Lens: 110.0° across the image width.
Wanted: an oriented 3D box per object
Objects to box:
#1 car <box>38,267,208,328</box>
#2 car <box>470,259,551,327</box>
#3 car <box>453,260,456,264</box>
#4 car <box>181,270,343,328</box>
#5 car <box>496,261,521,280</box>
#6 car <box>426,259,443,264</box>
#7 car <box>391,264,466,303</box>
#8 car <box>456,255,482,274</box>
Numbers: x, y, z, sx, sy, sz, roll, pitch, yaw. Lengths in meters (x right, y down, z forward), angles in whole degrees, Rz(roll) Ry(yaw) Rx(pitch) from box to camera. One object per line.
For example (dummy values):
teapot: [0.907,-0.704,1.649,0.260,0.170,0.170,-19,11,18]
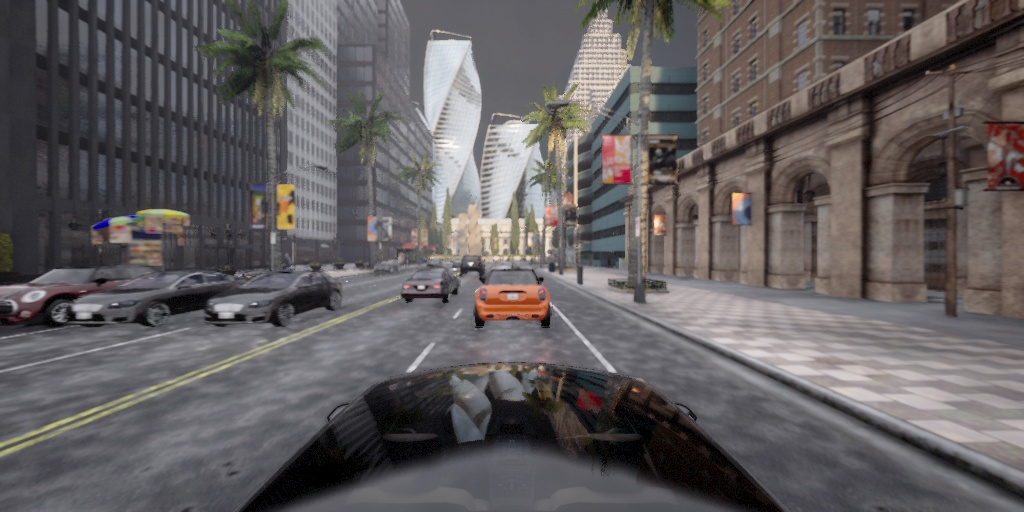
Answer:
car: [-10.694,1.217,11.381,2.128,1.511,4.902,0,0,-1]
car: [-0.008,1.078,11.572,2.097,1.767,4.553,0,0,-1]
car: [-7.822,1.149,54.074,1.812,1.442,4.674,0,0,0]
car: [-7.195,1.217,11.441,2.128,1.511,4.902,0,0,-1]
car: [-0.303,1.226,31.250,2.033,1.411,5.357,0,0,-1]
car: [-11.311,1.131,52.384,1.837,1.490,4.892,0,0,-1]
car: [-3.571,1.261,16.489,2.033,1.411,5.357,0,0,-1]
car: [-3.875,0.889,35.761,2.150,2.045,5.566,0,0,-1]
